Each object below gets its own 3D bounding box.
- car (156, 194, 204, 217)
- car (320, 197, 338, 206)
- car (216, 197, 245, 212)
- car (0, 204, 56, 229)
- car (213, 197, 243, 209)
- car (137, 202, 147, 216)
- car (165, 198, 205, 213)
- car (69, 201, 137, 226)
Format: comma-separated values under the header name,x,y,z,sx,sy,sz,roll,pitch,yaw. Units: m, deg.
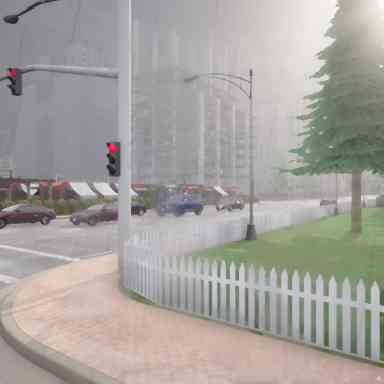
name,x,y,z,sx,sy,sz,roll,pitch,yaw
car,-1.021,1.221,31.405,2.150,2.045,5.566,0,0,34
car,21.054,1.526,51.286,1.812,1.442,4.674,0,0,34
car,4.616,1.492,39.743,2.128,1.511,4.902,0,0,34
car,-11.448,1.526,22.197,1.812,1.442,4.674,0,0,36
car,5.132,1.492,46.721,2.128,1.511,4.902,0,0,34
car,-6.227,1.478,29.942,1.882,1.535,5.008,0,0,34
car,-0.683,1.492,38.154,2.128,1.511,4.902,0,0,34
car,-6.332,1.526,23.486,1.812,1.442,4.674,0,0,34
